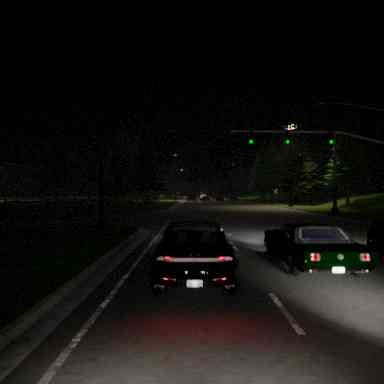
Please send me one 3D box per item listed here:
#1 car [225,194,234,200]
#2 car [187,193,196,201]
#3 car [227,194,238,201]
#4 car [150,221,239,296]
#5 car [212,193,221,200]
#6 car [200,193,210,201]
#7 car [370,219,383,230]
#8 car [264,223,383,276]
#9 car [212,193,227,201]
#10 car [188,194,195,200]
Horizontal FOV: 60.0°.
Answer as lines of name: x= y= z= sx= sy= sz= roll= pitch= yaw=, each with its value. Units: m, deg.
car: x=10.341 y=1.332 z=92.632 sx=1.837 sy=1.490 sz=4.892 roll=0 pitch=0 yaw=0
car: x=-0.141 y=1.217 z=82.223 sx=2.150 sy=2.045 sz=5.566 roll=0 pitch=0 yaw=0
car: x=10.358 y=1.516 z=82.628 sx=1.812 sy=1.442 sz=4.674 roll=0 pitch=0 yaw=0
car: x=0.058 y=1.492 z=8.640 sx=2.128 sy=1.511 sz=4.902 roll=0 pitch=0 yaw=0
car: x=6.841 y=1.187 z=92.595 sx=2.097 sy=1.767 sz=4.553 roll=0 pitch=0 yaw=0
car: x=3.358 y=1.545 z=82.616 sx=1.994 sy=1.385 sz=4.181 roll=0 pitch=0 yaw=0
car: x=7.057 y=1.222 z=9.033 sx=2.150 sy=2.045 sz=5.566 roll=0 pitch=0 yaw=0
car: x=3.563 y=1.601 z=10.268 sx=1.895 sy=1.301 sz=4.718 roll=0 pitch=0 yaw=0
car: x=6.859 y=1.531 z=82.206 sx=2.033 sy=1.411 sz=5.357 roll=0 pitch=0 yaw=0
car: x=-0.159 y=1.310 z=92.613 sx=1.882 sy=1.535 sz=5.008 roll=0 pitch=0 yaw=0
